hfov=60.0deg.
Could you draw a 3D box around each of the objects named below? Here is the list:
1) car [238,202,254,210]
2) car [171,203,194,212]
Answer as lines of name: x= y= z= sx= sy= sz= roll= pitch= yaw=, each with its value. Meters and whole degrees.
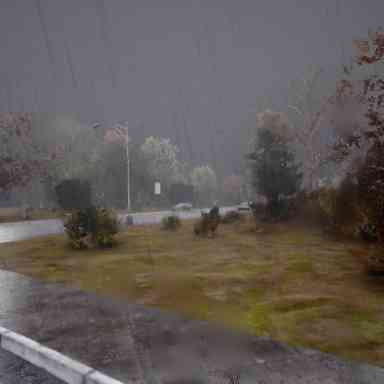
car: x=8.652 y=2.206 z=51.479 sx=1.994 sy=1.385 sz=4.181 roll=-3 pitch=-2 yaw=32
car: x=-1.567 y=2.582 z=55.207 sx=1.837 sy=1.490 sz=4.892 roll=-3 pitch=-3 yaw=33
